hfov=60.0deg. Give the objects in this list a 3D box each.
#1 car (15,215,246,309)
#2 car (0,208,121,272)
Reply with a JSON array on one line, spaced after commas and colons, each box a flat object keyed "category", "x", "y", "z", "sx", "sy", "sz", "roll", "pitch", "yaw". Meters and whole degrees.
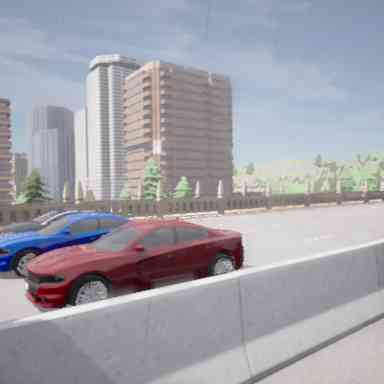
[{"category": "car", "x": -1.008, "y": 1.400, "z": 7.571, "sx": 5.008, "sy": 1.535, "sz": 1.882, "roll": -2, "pitch": 1, "yaw": -35}, {"category": "car", "x": -3.380, "y": 1.409, "z": 10.178, "sx": 5.008, "sy": 1.535, "sz": 1.882, "roll": -2, "pitch": 1, "yaw": -35}]
